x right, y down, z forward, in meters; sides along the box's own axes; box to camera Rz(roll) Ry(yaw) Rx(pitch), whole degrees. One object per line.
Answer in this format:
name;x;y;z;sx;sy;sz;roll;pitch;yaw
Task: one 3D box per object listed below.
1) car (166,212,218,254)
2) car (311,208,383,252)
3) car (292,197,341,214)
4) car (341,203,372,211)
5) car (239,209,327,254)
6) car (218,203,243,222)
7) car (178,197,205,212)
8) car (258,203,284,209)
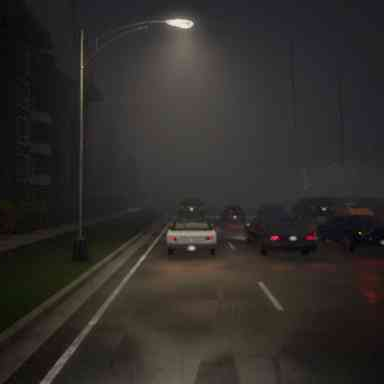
car;-0.011;1.731;14.095;1.895;1.301;4.718;0;0;0
car;6.991;1.658;14.384;1.812;1.442;4.674;0;0;0
car;10.476;1.483;29.013;2.150;2.045;5.566;0;0;0
car;13.982;1.748;29.482;1.882;1.535;5.008;0;0;0
car;3.488;1.676;13.982;2.033;1.411;5.357;0;0;0
car;3.480;1.776;29.298;1.837;1.490;4.892;0;0;0
car;-0.025;1.483;29.017;2.150;2.045;5.566;0;0;0
car;6.982;1.748;29.479;1.882;1.535;5.008;0;0;0
